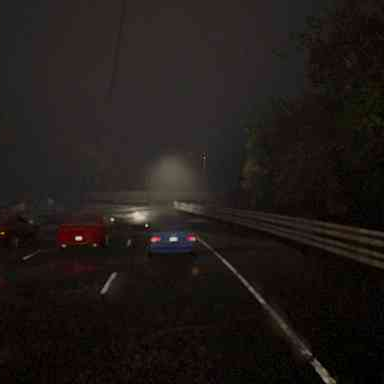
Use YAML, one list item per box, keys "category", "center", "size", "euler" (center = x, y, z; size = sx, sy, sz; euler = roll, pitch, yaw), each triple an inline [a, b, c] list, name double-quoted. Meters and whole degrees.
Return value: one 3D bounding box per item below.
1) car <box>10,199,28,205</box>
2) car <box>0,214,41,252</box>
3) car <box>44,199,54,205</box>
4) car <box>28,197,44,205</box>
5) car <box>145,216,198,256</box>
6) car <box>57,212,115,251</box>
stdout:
- category: "car"
  center: [-40.379, 2.307, 76.756]
  size: [4.892, 1.490, 1.837]
  euler: [-1, -1, 41]
- category: "car"
  center: [-8.084, 1.684, 14.395]
  size: [1.812, 1.442, 4.674]
  euler: [0, 0, -8]
- category: "car"
  center: [-35.577, 2.371, 81.849]
  size: [4.674, 1.442, 1.812]
  euler: [-1, -1, 41]
- category: "car"
  center: [-37.955, 2.182, 79.284]
  size: [4.553, 1.767, 2.097]
  euler: [-1, -1, 41]
- category: "car"
  center: [-0.953, 1.694, 13.899]
  size: [2.033, 1.411, 5.357]
  euler: [0, -1, -7]
- category: "car"
  center: [-4.659, 1.641, 15.168]
  size: [1.882, 1.535, 5.008]
  euler: [0, 0, -8]
